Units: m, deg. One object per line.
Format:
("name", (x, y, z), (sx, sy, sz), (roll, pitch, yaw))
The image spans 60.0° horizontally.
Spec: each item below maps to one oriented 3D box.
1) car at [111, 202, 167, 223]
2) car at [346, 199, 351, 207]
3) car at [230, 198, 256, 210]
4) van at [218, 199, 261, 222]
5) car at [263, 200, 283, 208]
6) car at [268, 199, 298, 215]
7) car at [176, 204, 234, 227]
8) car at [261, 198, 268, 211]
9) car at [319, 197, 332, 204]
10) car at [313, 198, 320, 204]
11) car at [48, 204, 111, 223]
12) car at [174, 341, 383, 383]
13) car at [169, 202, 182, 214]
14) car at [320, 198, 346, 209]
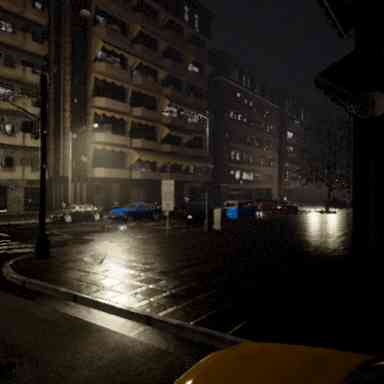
("car", (-4.605, 1.642, 27.560), (1.882, 1.535, 5.008), (1, 0, 36))
("car", (27.306, 2.210, 61.155), (1.802, 1.307, 4.206), (1, 0, 36))
("car", (7.444, 1.759, 48.304), (1.967, 1.590, 4.097), (1, 0, 36))
("van", (4.349, 1.657, 29.961), (1.690, 1.788, 3.998), (1, 0, 36))
("car", (14.002, 1.990, 57.216), (1.802, 1.307, 4.206), (1, 0, 36))
("car", (10.908, 1.846, 38.874), (1.967, 1.590, 4.097), (1, 0, 36))
("car", (1.067, 1.836, 25.504), (1.947, 1.339, 4.313), (1, 0, 36))
("car", (9.612, 1.712, 46.792), (2.097, 1.767, 4.553), (1, 0, 37))
("car", (33.683, 2.107, 83.955), (1.967, 1.590, 4.097), (1, 0, 36))
("car", (30.402, 2.191, 79.498), (1.947, 1.339, 4.313), (1, 0, 36))
("car", (-8.957, 1.643, 26.021), (2.008, 1.369, 4.403), (1, 0, 36))
("car", (1.873, 1.525, 1.680), (4.829, 1.417, 1.752), (0, 1, 36))
("car", (-2.397, 1.728, 34.934), (1.887, 1.381, 4.507), (1, 0, 36))
("car", (24.029, 1.899, 56.700), (2.192, 1.841, 5.009), (1, 0, 36))
